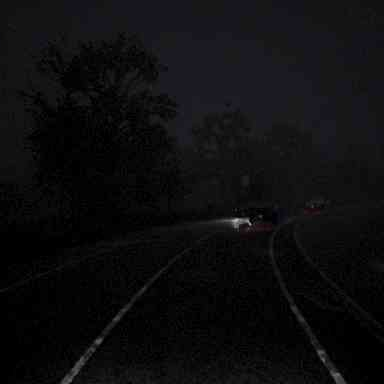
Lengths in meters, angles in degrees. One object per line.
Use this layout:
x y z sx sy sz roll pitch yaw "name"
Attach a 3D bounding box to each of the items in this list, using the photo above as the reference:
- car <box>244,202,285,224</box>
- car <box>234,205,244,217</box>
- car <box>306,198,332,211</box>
5.636 1.481 24.743 1.882 1.535 5.008 -2 -1 24 "car"
5.877 1.742 32.757 1.895 1.301 4.718 -3 -2 32 "car"
15.183 1.399 39.714 1.812 1.442 4.674 -5 -2 39 "car"
